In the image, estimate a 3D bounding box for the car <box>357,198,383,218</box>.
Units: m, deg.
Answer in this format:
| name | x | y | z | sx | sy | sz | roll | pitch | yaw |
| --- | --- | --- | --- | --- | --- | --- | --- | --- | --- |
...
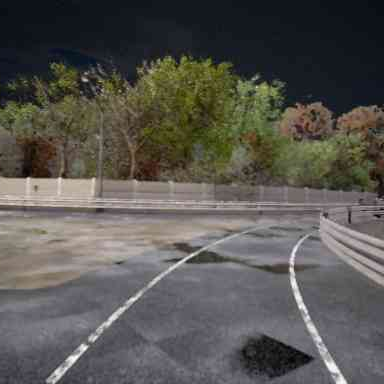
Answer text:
| name | x | y | z | sx | sy | sz | roll | pitch | yaw |
| --- | --- | --- | --- | --- | --- | --- | --- | --- | --- |
| car | 20.474 | 1.739 | 36.988 | 5.566 | 2.045 | 2.150 | 2 | 0 | -39 |
